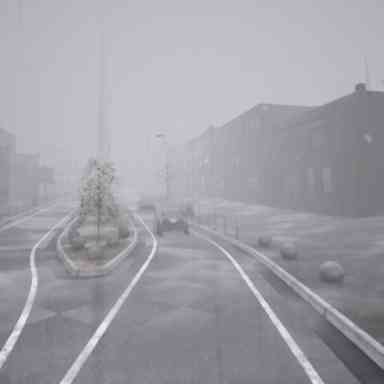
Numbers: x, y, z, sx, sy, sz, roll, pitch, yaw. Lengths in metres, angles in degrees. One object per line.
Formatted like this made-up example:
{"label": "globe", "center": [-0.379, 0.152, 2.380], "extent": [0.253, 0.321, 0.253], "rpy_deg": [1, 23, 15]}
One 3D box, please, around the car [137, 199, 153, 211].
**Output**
{"label": "car", "center": [-5.750, 1.556, 41.740], "extent": [2.033, 1.411, 5.357], "rpy_deg": [0, 2, -14]}

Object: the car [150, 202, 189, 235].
{"label": "car", "center": [-1.604, 1.918, 23.713], "extent": [2.097, 1.767, 4.553], "rpy_deg": [0, 1, -11]}
